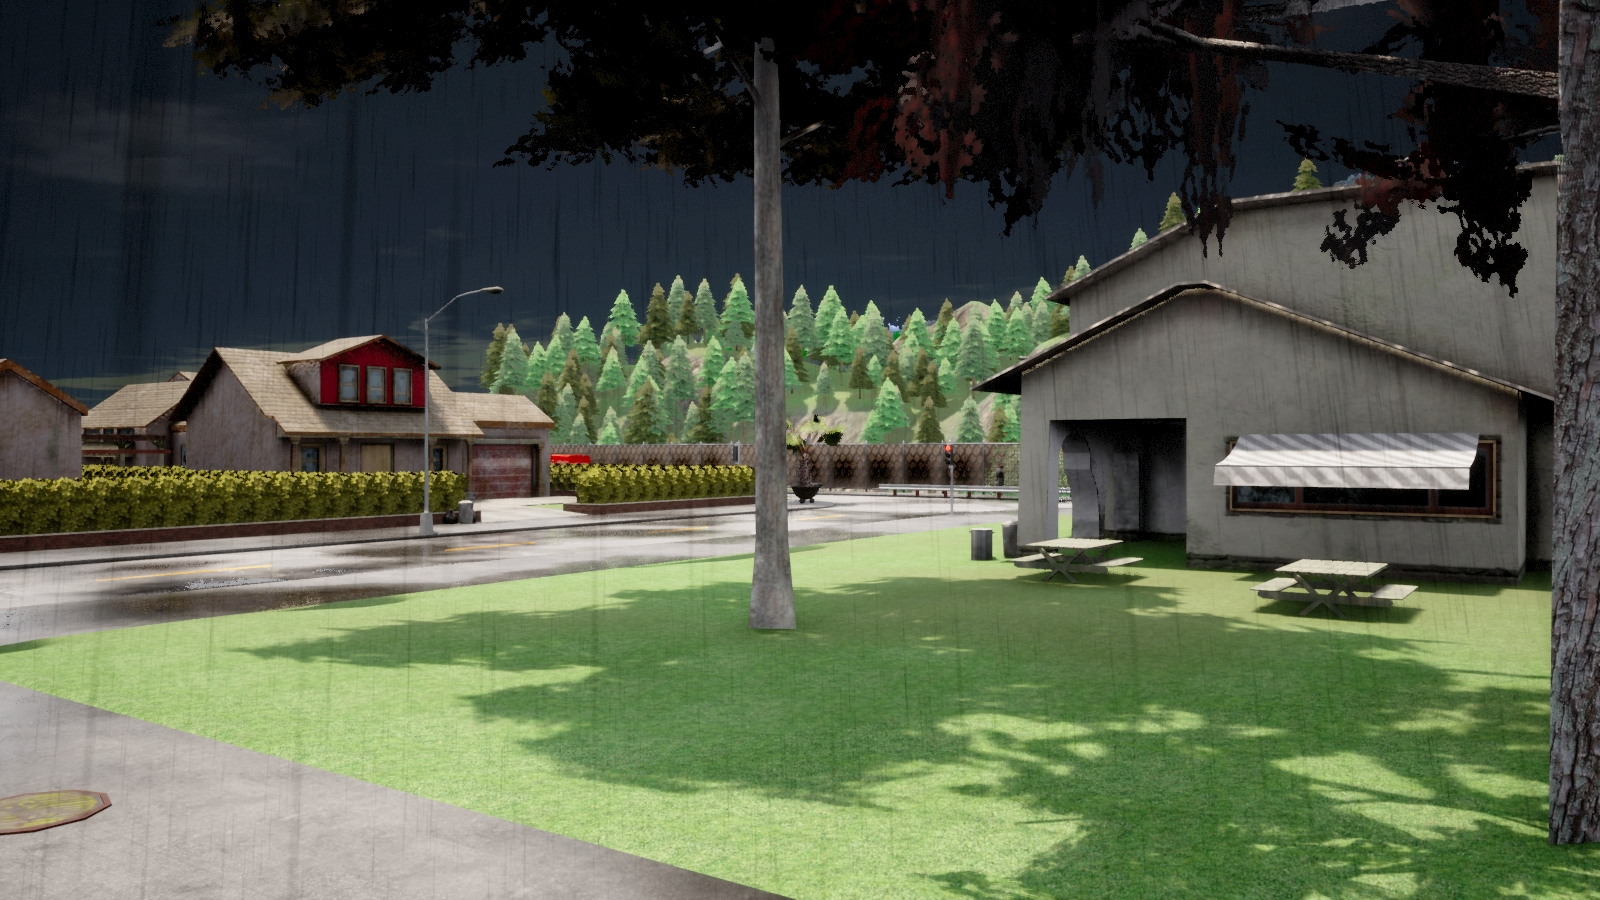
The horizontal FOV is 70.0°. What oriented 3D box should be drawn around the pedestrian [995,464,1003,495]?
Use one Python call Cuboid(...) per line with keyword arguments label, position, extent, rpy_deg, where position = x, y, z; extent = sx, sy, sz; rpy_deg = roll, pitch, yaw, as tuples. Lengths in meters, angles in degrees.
Cuboid(label="pedestrian", position=(11.765, 1.745, 67.476), extent=(0.375, 1.860, 0.375), rpy_deg=(0, 0, 34))
